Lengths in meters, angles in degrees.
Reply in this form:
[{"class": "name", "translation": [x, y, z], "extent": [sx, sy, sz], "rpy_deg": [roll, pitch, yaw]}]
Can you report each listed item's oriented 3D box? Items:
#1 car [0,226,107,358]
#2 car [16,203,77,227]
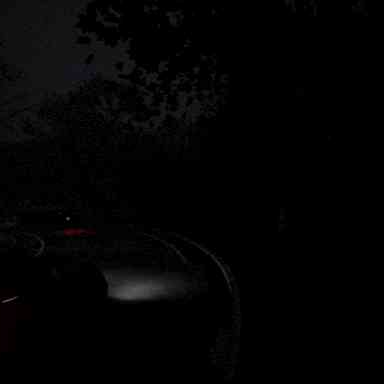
[{"class": "car", "translation": [-3.042, 1.522, 4.706], "extent": [1.812, 1.442, 4.674], "rpy_deg": [1, 0, 17]}, {"class": "car", "translation": [-9.526, 1.463, 21.661], "extent": [5.008, 1.535, 1.882], "rpy_deg": [0, -1, 37]}]
